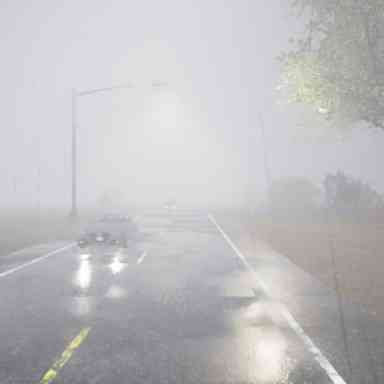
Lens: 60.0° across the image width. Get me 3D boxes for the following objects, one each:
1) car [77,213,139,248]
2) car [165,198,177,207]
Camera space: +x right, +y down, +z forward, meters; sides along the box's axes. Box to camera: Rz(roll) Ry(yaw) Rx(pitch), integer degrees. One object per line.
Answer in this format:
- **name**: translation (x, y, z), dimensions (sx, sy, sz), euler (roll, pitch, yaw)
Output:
- **car**: translation (-3.592, 1.632, 14.896), dimensions (1.994, 1.385, 4.181), euler (0, 0, 0)
- **car**: translation (-3.514, 1.779, 56.556), dimensions (1.994, 1.385, 4.181), euler (0, 0, 1)
